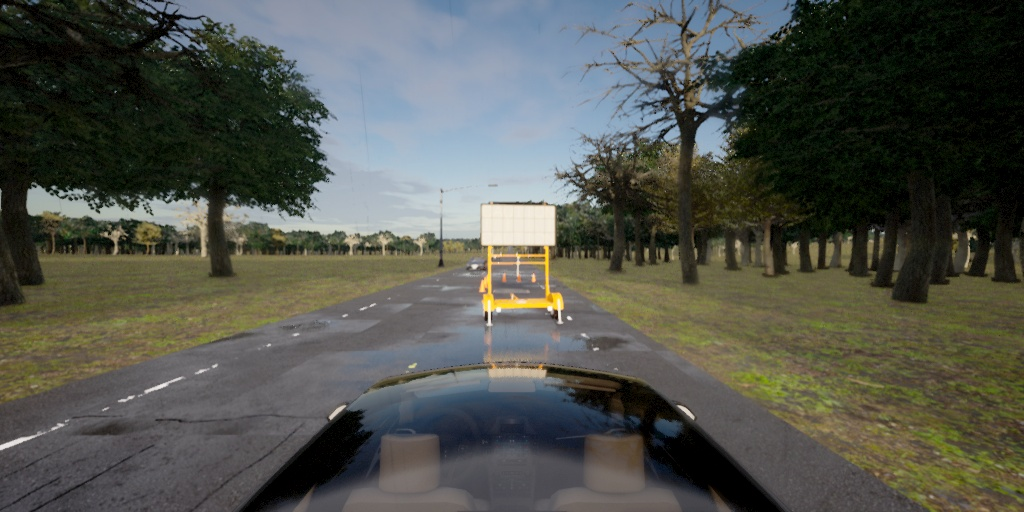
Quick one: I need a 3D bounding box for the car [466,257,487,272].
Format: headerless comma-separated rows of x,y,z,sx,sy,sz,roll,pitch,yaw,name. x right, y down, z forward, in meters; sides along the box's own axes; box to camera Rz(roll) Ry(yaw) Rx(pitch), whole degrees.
-3.647,0.849,37.434,2.128,1.511,4.902,0,1,0,car

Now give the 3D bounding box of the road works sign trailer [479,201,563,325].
0.180,0.101,11.373,2.380,3.560,2.880,0,0,-8,road works sign trailer
